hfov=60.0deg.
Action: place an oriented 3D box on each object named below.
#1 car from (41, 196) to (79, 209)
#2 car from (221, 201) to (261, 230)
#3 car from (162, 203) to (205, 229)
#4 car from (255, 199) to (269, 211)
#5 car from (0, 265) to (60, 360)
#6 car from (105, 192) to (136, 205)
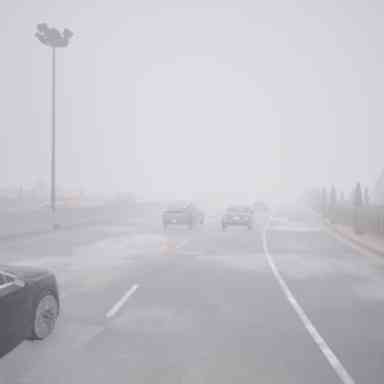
[{"bbox_3d":[-14.597,1.272,37.013,2.097,1.767,4.553,0,0,15],"label":"car"},{"bbox_3d":[3.112,1.558,21.565,2.033,1.411,5.357,0,0,15],"label":"car"},{"bbox_3d":[-0.438,1.485,21.525,2.128,1.511,4.902,0,0,14],"label":"car"},{"bbox_3d":[8.601,1.560,41.860,1.812,1.442,4.674,0,0,15],"label":"car"},{"bbox_3d":[-3.175,1.475,3.614,2.128,1.511,4.902,0,0,3],"label":"car"},{"bbox_3d":[-9.221,1.082,43.399,2.150,2.045,5.566,0,0,15],"label":"car"}]
